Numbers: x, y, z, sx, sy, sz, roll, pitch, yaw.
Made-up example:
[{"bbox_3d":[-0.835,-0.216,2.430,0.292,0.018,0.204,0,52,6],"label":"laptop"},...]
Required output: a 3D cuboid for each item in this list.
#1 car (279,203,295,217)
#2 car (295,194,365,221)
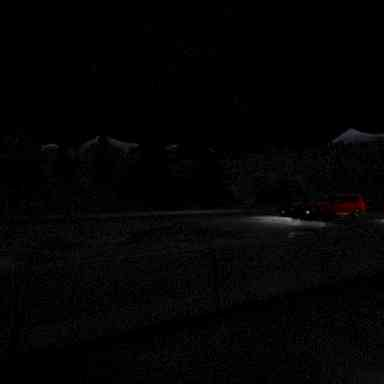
[{"bbox_3d":[10.012,1.476,29.830,4.674,1.442,1.812,0,0,-26],"label":"car"},{"bbox_3d":[11.326,1.179,26.610,5.566,2.045,2.150,0,0,-26],"label":"car"}]
